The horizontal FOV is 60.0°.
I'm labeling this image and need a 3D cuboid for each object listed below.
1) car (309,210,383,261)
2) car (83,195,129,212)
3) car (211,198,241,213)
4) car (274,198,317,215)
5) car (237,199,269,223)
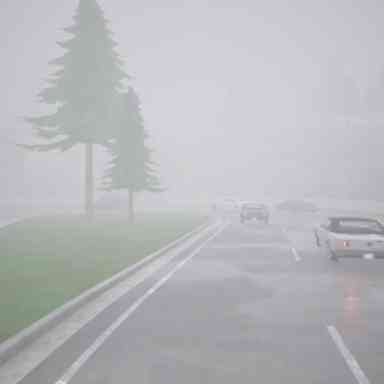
[{"bbox_3d":[5.541,1.536,11.712,1.895,1.301,4.718,0,0,12],"label":"car"},{"bbox_3d":[-8.633,1.101,33.545,4.553,1.767,2.097,0,1,-16],"label":"car"},{"bbox_3d":[4.065,1.305,34.265,1.812,1.442,4.674,1,0,-43],"label":"car"},{"bbox_3d":[9.826,1.337,31.808,1.812,1.442,4.674,1,0,-23],"label":"car"},{"bbox_3d":[4.370,1.451,23.886,1.895,1.301,4.718,0,0,8],"label":"car"}]
